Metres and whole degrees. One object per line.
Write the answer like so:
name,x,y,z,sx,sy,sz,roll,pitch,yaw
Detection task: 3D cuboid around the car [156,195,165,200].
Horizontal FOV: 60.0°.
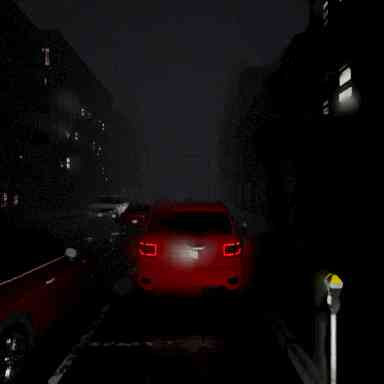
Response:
car,-8.834,1.539,93.519,2.008,1.369,4.403,0,0,0

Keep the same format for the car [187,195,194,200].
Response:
car,-0.452,1.513,93.685,1.752,1.417,4.829,0,0,0

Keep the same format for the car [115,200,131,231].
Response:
car,-3.146,1.478,20.752,1.882,1.535,5.008,0,0,0

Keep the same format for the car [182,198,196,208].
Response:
car,-0.454,1.543,48.426,1.887,1.381,4.507,0,0,0

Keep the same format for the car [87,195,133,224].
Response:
car,-6.245,1.222,25.271,2.150,2.045,5.566,0,0,0

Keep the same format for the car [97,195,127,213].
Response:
car,-8.833,1.314,37.157,2.192,1.841,5.009,0,0,0

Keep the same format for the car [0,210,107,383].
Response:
car,-3.052,1.353,5.368,2.097,1.767,4.553,0,0,0

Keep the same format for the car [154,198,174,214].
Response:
car,-3.046,1.504,36.862,1.837,1.490,4.892,0,0,0

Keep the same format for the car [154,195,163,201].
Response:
car,-8.834,1.541,87.882,2.008,1.369,4.403,0,0,0

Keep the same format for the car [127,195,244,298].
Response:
car,-0.038,1.229,8.679,2.150,2.045,5.566,0,0,0

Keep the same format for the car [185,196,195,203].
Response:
car,-0.453,1.545,70.970,2.008,1.369,4.403,0,0,0

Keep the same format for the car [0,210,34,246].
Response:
car,-8.835,1.583,14.612,1.802,1.307,4.206,0,0,0

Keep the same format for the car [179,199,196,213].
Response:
car,-0.454,1.525,37.323,1.752,1.417,4.829,0,0,0

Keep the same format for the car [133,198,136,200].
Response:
car,-8.834,1.439,42.793,1.967,1.590,4.097,0,0,0
